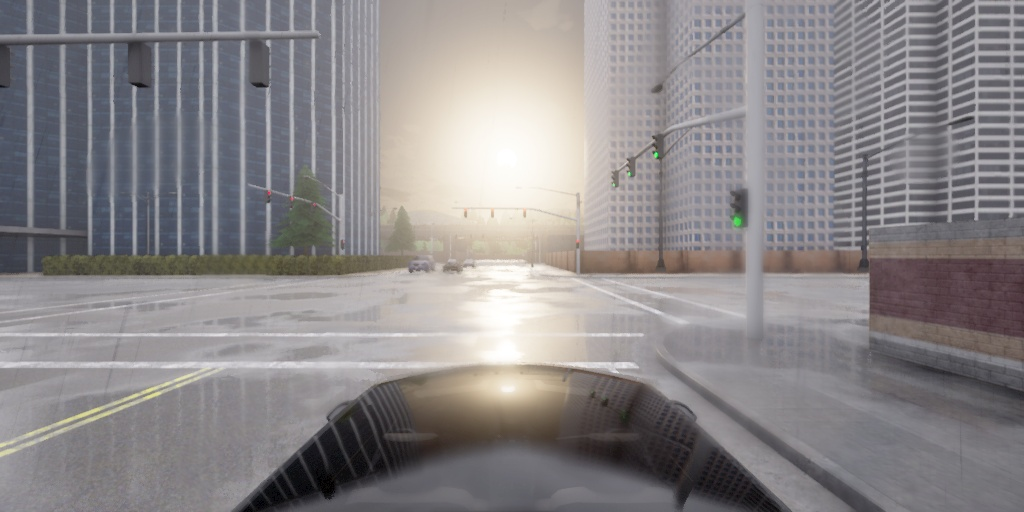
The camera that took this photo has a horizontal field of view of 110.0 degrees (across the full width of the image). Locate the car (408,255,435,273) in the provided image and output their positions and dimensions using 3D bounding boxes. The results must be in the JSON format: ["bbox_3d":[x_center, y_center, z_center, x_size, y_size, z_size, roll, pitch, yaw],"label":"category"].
[{"bbox_3d":[-10.579,0.945,42.444,2.150,2.045,5.566,0,0,0],"label":"car"}]

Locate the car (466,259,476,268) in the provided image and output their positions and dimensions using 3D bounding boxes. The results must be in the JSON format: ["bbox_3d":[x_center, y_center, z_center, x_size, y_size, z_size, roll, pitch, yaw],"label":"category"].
[{"bbox_3d":[-7.046,1.239,59.305,1.812,1.442,4.674,0,0,0],"label":"car"}]

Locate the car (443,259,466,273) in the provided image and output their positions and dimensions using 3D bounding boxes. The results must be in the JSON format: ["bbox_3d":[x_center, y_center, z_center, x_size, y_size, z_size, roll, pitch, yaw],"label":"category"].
[{"bbox_3d":[-7.078,1.324,43.299,1.895,1.301,4.718,0,0,0],"label":"car"}]
